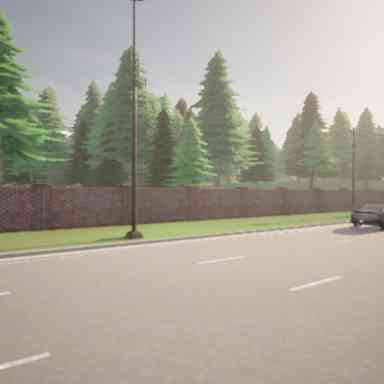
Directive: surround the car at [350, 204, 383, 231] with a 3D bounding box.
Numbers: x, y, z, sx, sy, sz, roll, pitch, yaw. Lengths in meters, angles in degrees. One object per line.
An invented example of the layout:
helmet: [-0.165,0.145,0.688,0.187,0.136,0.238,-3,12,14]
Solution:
car: [11.855,1.500,20.801,4.902,1.511,2.128,0,0,-35]
